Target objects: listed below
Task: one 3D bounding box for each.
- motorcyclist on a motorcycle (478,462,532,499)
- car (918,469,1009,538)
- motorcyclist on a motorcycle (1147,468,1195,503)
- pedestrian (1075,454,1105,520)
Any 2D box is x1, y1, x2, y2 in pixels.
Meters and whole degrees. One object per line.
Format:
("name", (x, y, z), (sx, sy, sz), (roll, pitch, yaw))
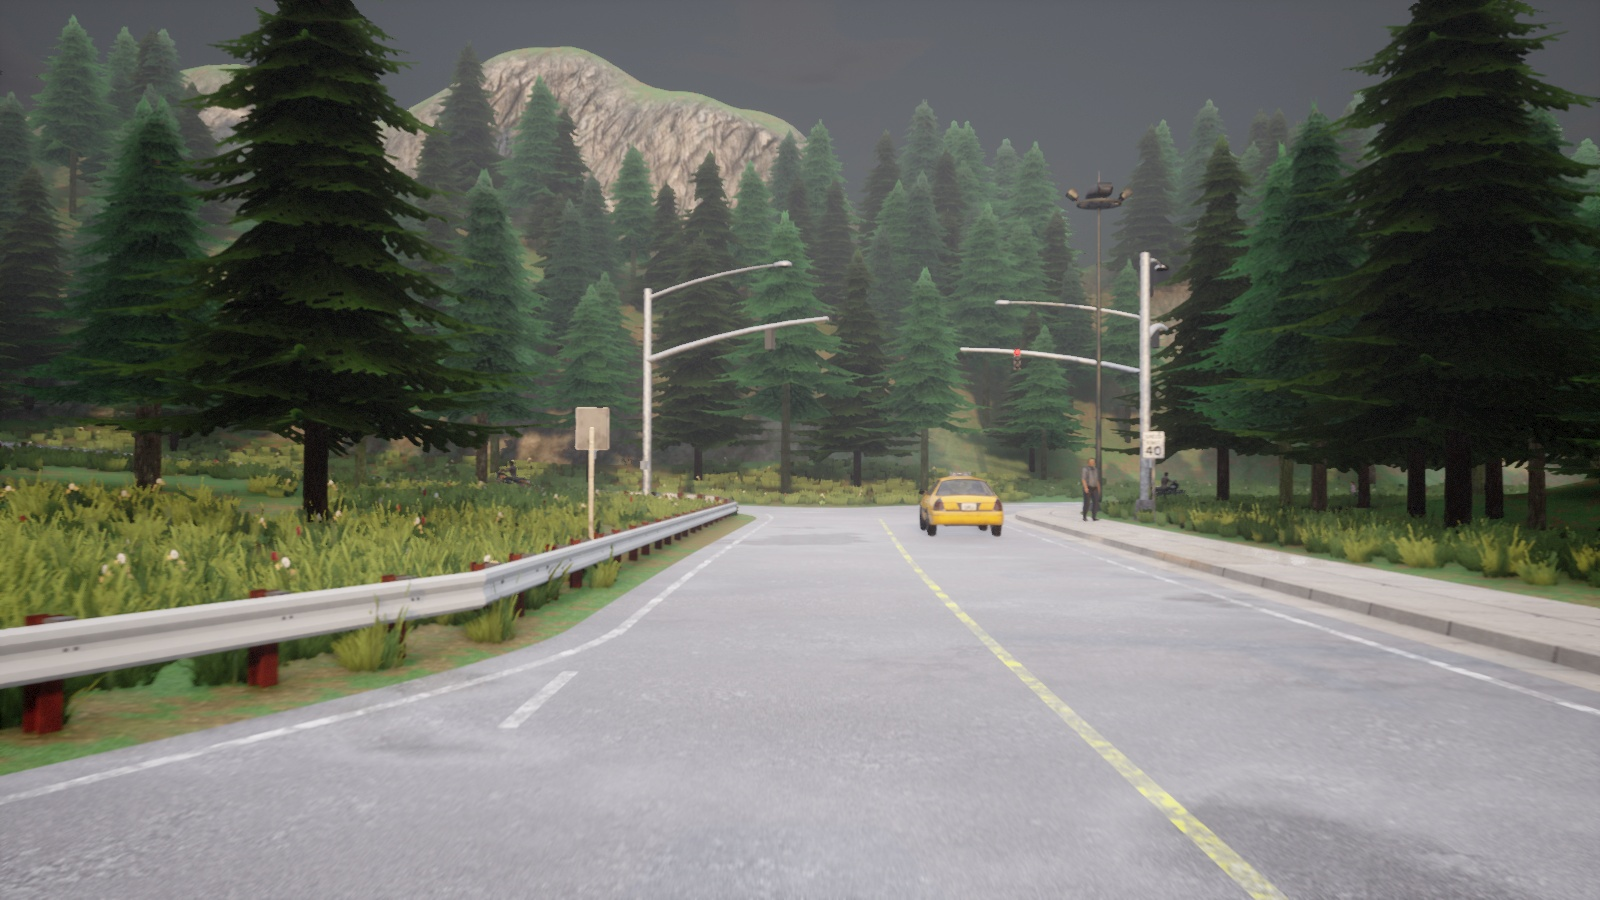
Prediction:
("motorcyclist on a motorcycle", (-13.704, 1.407, 58.362), (2.350, 1.649, 0.766), (2, 0, 17))
("car", (4.031, 1.273, 31.732), (1.801, 1.575, 5.366), (0, -1, 2))
("motorcyclist on a motorcycle", (17.973, 1.713, 60.870), (2.350, 1.649, 0.766), (0, 0, -27))
("pedestrian", (8.287, 1.044, 35.859), (0.540, 1.848, 0.694), (0, -1, -16))
